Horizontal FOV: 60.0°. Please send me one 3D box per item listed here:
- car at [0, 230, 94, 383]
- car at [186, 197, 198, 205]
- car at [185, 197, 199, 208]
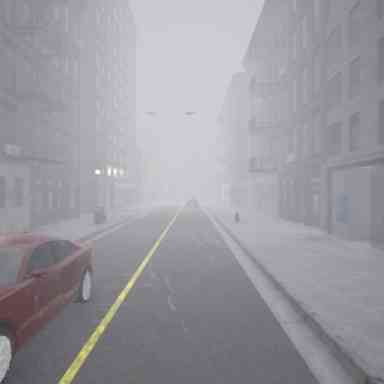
[{"bbox_3d":[-3.083,1.475,5.344,1.882,1.535,5.008,0,0,0],"label":"car"},{"bbox_3d":[-0.004,1.541,59.019,1.994,1.385,4.181,0,0,0],"label":"car"},{"bbox_3d":[-0.003,1.547,48.952,1.994,1.385,4.181,0,0,0],"label":"car"}]
